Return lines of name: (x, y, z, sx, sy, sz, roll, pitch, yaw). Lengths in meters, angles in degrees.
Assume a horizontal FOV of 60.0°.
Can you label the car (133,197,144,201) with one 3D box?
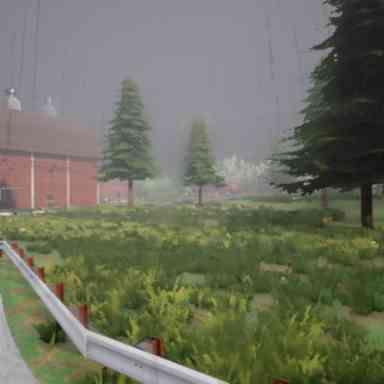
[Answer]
car: (-15.025, 2.252, 91.844, 1.816, 1.474, 4.193, -1, 0, 35)
